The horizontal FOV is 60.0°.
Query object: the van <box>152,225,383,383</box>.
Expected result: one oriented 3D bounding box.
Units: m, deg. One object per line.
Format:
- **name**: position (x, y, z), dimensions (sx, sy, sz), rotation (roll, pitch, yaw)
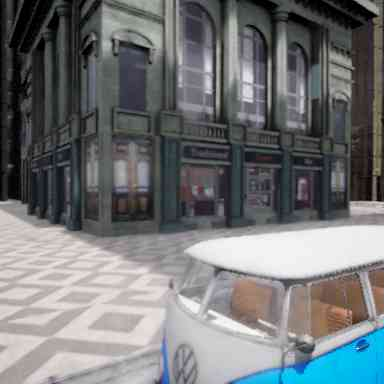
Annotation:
- **van**: position (1.558, 1.323, 3.608), dimensions (3.998, 1.788, 1.690), rotation (0, 0, -35)
